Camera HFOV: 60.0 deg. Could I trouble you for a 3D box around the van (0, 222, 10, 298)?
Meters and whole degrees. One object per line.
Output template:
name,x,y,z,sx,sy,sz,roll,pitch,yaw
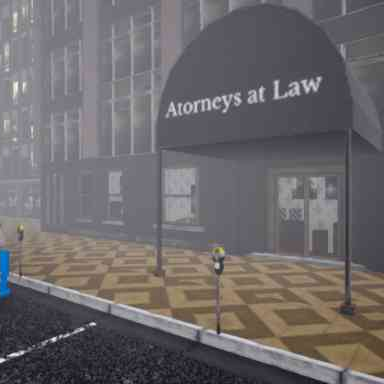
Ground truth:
van,-5.327,1.340,6.698,3.998,1.788,1.690,0,0,36
